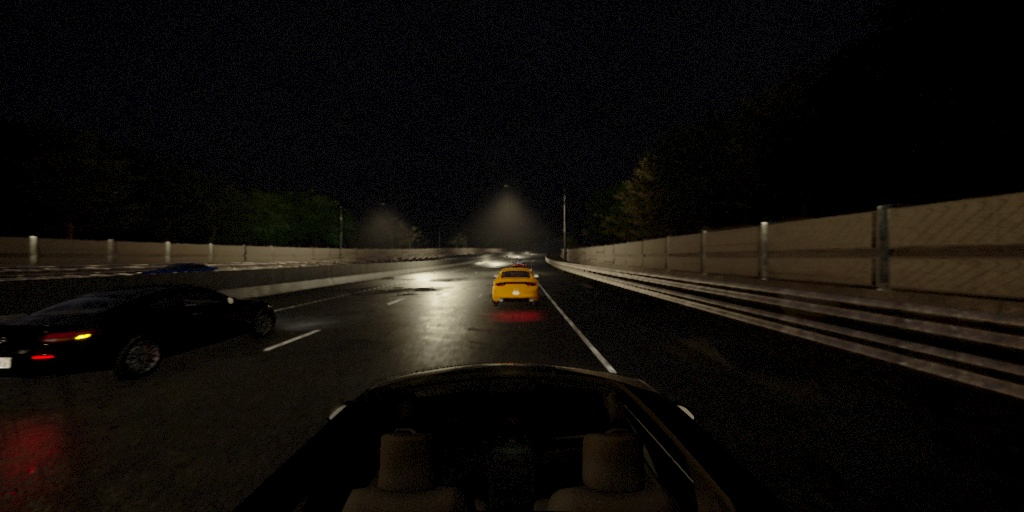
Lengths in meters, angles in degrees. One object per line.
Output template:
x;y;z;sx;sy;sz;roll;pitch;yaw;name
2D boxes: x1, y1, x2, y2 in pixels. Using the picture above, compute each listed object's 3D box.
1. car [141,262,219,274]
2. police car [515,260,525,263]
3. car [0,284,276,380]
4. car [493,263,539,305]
-24.265;1.249;26.405;1.882;1.535;5.008;0;0;1;car
1.041;1.362;49.173;2.038;1.542;4.974;0;0;2;police car
-6.890;1.279;7.131;1.812;1.442;4.674;0;0;0;car
0.185;1.271;16.297;1.882;1.535;5.008;0;0;1;car
